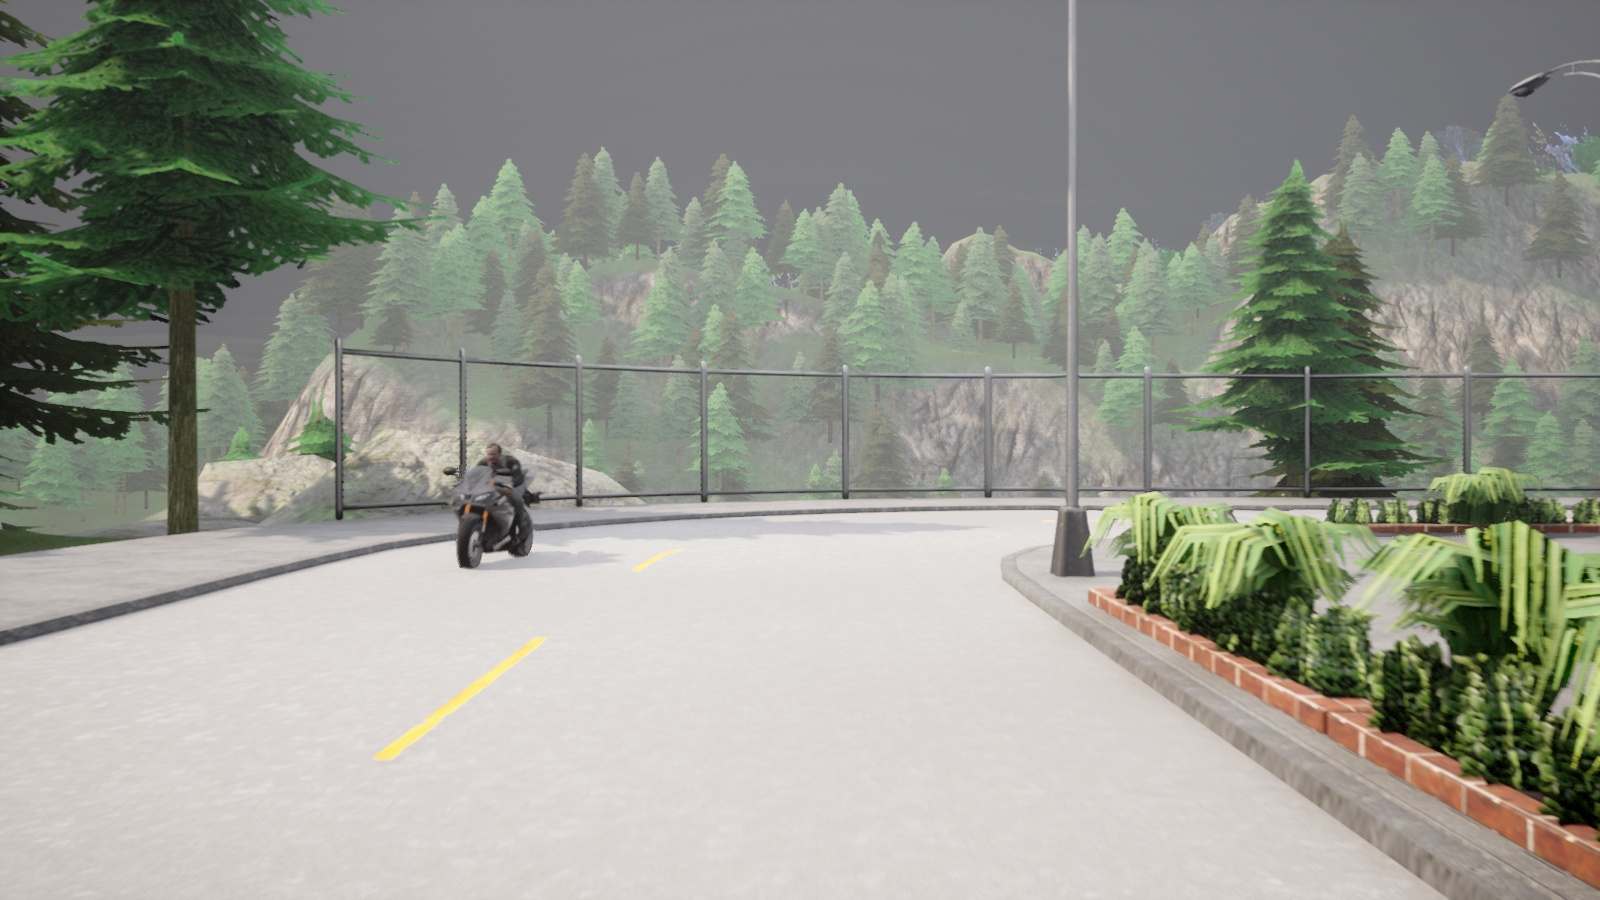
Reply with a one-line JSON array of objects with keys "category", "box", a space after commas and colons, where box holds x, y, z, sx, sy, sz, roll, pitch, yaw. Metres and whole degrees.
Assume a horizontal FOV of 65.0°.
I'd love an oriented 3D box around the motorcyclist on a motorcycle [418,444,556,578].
[{"category": "motorcyclist on a motorcycle", "box": [-3.822, 0.692, 15.565, 0.866, 1.530, 2.191, 1, 0, 9]}]
